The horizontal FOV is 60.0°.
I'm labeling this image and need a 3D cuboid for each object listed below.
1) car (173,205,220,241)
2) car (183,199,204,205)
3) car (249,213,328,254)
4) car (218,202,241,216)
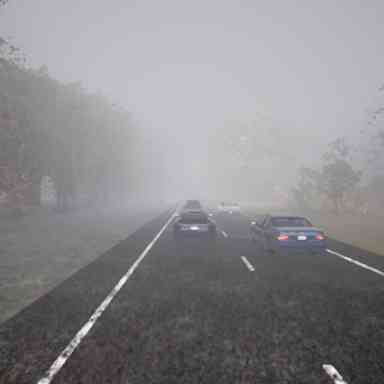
[{"bbox_3d":[0.106,1.569,16.744,1.994,1.385,4.181,0,0,0],"label":"car"},{"bbox_3d":[0.114,1.516,34.417,1.837,1.490,4.892,0,0,0],"label":"car"},{"bbox_3d":[3.607,1.552,13.413,2.033,1.411,5.357,0,0,0],"label":"car"},{"bbox_3d":[3.614,1.611,33.173,1.895,1.301,4.718,0,0,0],"label":"car"}]
